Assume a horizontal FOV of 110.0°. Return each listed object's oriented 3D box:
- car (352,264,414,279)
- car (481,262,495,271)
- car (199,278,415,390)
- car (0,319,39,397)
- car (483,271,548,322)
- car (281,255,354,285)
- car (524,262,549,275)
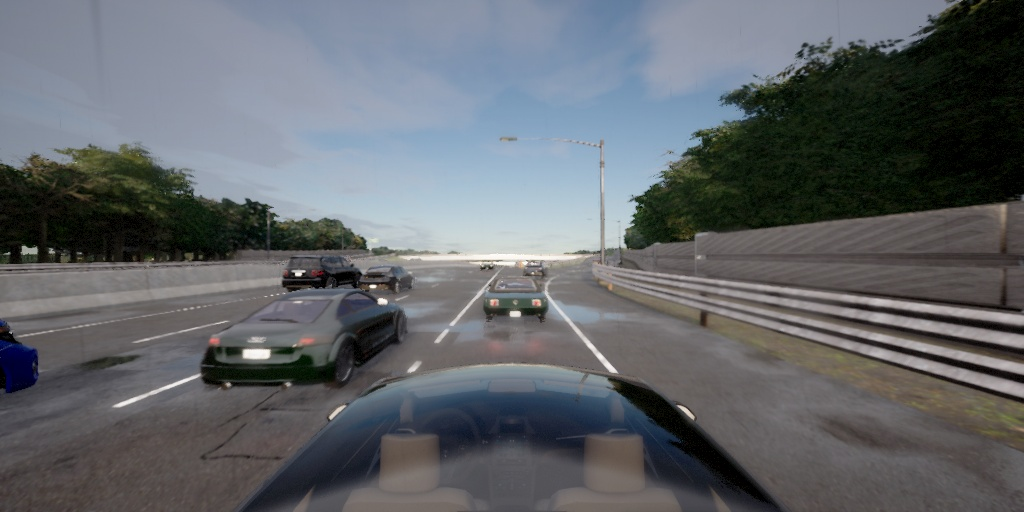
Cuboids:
[{"bbox_3d":[-6.902,1.268,20.226,1.837,1.490,4.892,0,0,0],"label":"car"},{"bbox_3d":[-3.505,1.477,52.632,1.895,1.301,4.718,0,-1,0],"label":"car"},{"bbox_3d":[-3.500,1.317,6.921,1.994,1.385,4.181,0,0,0],"label":"car"},{"bbox_3d":[-6.900,0.972,1.925,2.150,2.045,5.566,0,0,0],"label":"car"},{"bbox_3d":[0.123,1.358,12.379,1.895,1.301,4.718,0,0,1],"label":"car"},{"bbox_3d":[-10.402,0.984,20.145,2.150,2.045,5.566,0,0,0],"label":"car"},{"bbox_3d":[2.213,1.264,32.498,2.128,1.511,4.902,0,0,11],"label":"car"}]
